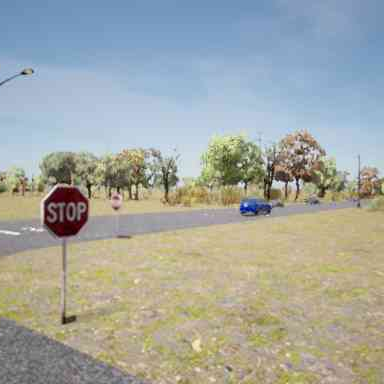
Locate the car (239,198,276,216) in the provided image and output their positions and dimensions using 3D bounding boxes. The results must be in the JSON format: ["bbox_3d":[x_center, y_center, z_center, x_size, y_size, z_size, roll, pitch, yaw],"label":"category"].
[{"bbox_3d":[7.701,1.709,39.904,2.150,2.045,5.566,1,0,36],"label":"car"}]

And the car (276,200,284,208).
[{"bbox_3d":[15.871,2.192,63.210,2.128,1.511,4.902,1,0,36],"label":"car"}]

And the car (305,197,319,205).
[{"bbox_3d":[30.027,2.179,82.837,2.150,2.045,5.566,1,0,36],"label":"car"}]
